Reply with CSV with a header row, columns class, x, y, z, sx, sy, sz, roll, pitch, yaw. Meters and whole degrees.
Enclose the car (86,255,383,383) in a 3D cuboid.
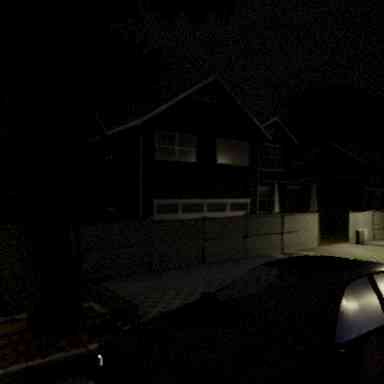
class,x,y,z,sx,sy,sz,roll,pitch,yaw
car,1.569,1.586,4.187,5.357,1.411,2.033,1,0,-35
